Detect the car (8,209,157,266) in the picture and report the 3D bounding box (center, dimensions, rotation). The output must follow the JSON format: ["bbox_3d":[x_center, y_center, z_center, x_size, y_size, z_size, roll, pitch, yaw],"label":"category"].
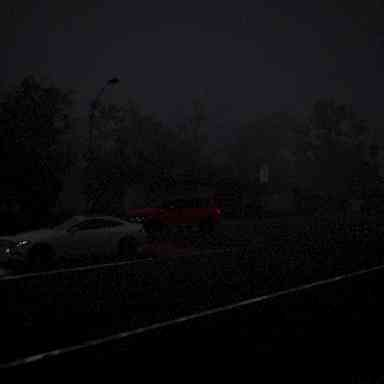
[{"bbox_3d":[-3.815,1.535,11.697,4.674,1.442,1.812,0,0,-35],"label":"car"}]

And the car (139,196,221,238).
[{"bbox_3d":[-0.981,1.247,17.990,5.566,2.045,2.150,0,0,-35],"label":"car"}]
